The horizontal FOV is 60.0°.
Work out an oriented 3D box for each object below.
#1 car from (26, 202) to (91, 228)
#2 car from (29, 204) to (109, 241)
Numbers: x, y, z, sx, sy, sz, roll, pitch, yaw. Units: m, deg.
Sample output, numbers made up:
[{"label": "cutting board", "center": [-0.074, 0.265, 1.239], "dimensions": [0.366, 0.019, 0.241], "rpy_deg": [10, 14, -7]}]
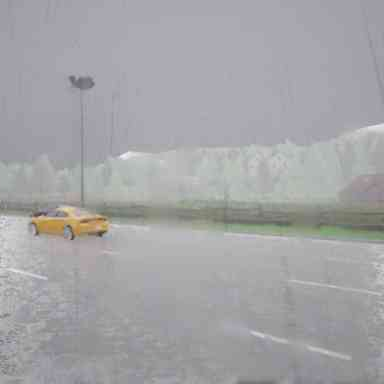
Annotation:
[{"label": "car", "center": [-9.573, 1.574, 23.706], "dimensions": [5.008, 1.535, 1.882], "rpy_deg": [0, 0, 35]}, {"label": "car", "center": [-6.451, 1.546, 17.193], "dimensions": [5.008, 1.535, 1.882], "rpy_deg": [0, 0, 36]}]
